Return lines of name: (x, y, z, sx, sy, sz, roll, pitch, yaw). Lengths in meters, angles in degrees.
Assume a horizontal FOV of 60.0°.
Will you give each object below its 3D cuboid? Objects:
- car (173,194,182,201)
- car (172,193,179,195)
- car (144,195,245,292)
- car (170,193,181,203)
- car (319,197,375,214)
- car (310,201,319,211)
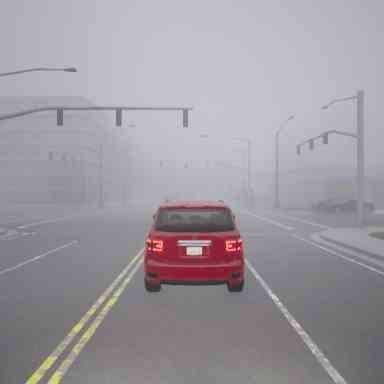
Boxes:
car: (-3.640, 1.353, 83.682, 2.097, 1.767, 4.553, 0, 0, 0)
car: (-3.672, 1.351, 54.845, 2.097, 1.767, 4.553, 0, 0, 0)
car: (0.057, 1.221, 9.054, 2.150, 2.045, 5.566, 0, 0, 0)
car: (-3.623, 1.223, 73.716, 2.150, 2.045, 5.566, 0, 0, 0)
car: (16.553, 1.477, 35.091, 5.008, 1.535, 1.882, 0, 0, 0)
car: (16.094, 1.351, 38.598, 4.553, 1.767, 2.097, 0, 0, 0)
